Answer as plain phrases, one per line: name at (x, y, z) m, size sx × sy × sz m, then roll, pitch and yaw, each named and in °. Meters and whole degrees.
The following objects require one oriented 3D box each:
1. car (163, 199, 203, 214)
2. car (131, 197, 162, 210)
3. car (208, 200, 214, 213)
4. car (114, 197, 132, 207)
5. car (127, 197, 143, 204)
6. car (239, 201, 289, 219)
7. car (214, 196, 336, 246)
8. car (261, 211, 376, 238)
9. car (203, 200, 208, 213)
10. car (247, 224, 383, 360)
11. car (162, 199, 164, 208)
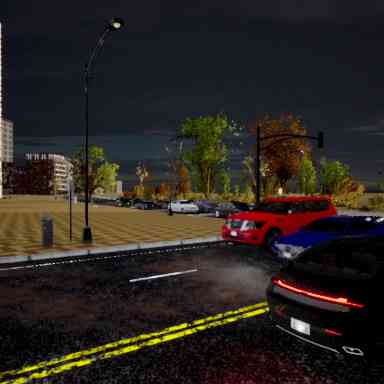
car at (-1.049, 1.607, 36.979) m, size 1.812 × 1.442 × 4.674 m, roll 0°, pitch 0°, yaw -31°
car at (-6.234, 1.667, 45.509) m, size 1.994 × 1.385 × 4.181 m, roll 0°, pitch 0°, yaw -31°
car at (3.754, 1.564, 29.192) m, size 1.837 × 1.490 × 4.892 m, roll 0°, pitch 0°, yaw -32°
car at (-11.284, 1.626, 54.175) m, size 1.837 × 1.490 × 4.892 m, roll 0°, pitch 0°, yaw -29°
car at (-11.897, 1.680, 68.779) m, size 1.994 × 1.385 × 4.181 m, roll 0°, pitch 0°, yaw -29°
car at (6.555, 1.573, 30.826) m, size 1.812 × 1.442 × 4.674 m, roll 0°, pitch 0°, yaw -30°
car at (3.902, 1.220, 14.102) m, size 5.566 × 2.045 × 2.150 m, roll 0°, pitch 0°, yaw -33°
car at (4.639, 1.525, 10.687) m, size 4.674 × 1.442 × 1.812 m, roll 0°, pitch 0°, yaw -33°
car at (1.468, 1.618, 39.087) m, size 2.033 × 1.411 × 5.357 m, roll 0°, pitch 0°, yaw -32°
car at (3.415, 1.504, 5.708) m, size 4.892 × 1.490 × 1.837 m, roll 0°, pitch 0°, yaw -34°
car at (-3.691, 1.656, 47.627) m, size 1.994 × 1.385 × 4.181 m, roll 0°, pitch 0°, yaw -30°
